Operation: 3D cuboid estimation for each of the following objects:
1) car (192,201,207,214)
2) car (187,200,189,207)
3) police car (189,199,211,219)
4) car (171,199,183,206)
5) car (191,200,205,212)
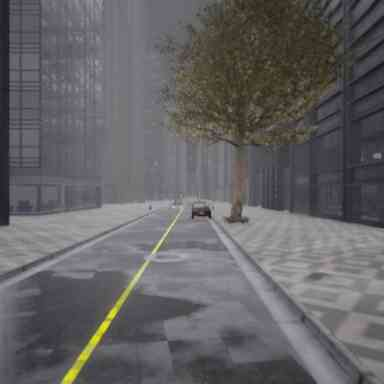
[{"bbox_3d":[0.872,1.979,43.160,1.837,1.490,4.892,0,-1,0],"label":"car"},{"bbox_3d":[-0.044,2.235,69.285,1.882,1.535,5.008,0,-1,0],"label":"car"},{"bbox_3d":[0.879,1.778,33.271,1.930,1.638,5.238,0,-1,0],"label":"police car"},{"bbox_3d":[-3.046,2.340,71.762,1.837,1.490,4.892,0,-1,0],"label":"car"},{"bbox_3d":[0.869,2.028,49.161,1.882,1.535,5.008,0,-1,0],"label":"car"}]
